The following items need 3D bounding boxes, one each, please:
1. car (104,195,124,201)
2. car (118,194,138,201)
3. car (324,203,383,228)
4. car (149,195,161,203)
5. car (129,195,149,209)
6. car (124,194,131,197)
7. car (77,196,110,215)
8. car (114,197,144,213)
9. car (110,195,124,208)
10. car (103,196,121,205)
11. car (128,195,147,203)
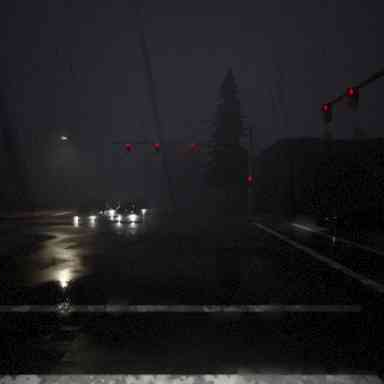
[{"bbox_3d":[-17.758,1.431,75.609,4.718,1.301,1.895,0,0,43],"label":"car"},{"bbox_3d":[-14.942,1.318,77.759,4.902,1.511,2.128,0,0,43],"label":"car"},{"bbox_3d":[11.027,1.489,21.299,4.892,1.490,1.837,0,0,0],"label":"car"},{"bbox_3d":[-8.355,1.472,69.797,2.128,1.511,4.902,0,0,-35],"label":"car"},{"bbox_3d":[-7.290,1.471,45.622,1.837,1.490,4.892,0,0,-6],"label":"car"},{"bbox_3d":[-10.675,1.433,58.932,1.882,1.535,5.008,0,0,-24],"label":"car"},{"bbox_3d":[-10.301,1.452,34.284,1.882,1.535,5.008,0,0,-1],"label":"car"},{"bbox_3d":[-6.818,1.573,36.524,1.895,1.301,4.718,0,0,-1],"label":"car"},{"bbox_3d":[-10.618,1.459,43.654,2.128,1.511,4.902,0,0,-4],"label":"car"},{"bbox_3d":[-13.953,1.448,57.720,2.128,1.511,4.902,0,0,-24],"label":"car"},{"bbox_3d":[-11.194,1.454,67.754,1.837,1.490,4.892,0,0,-35],"label":"car"}]
